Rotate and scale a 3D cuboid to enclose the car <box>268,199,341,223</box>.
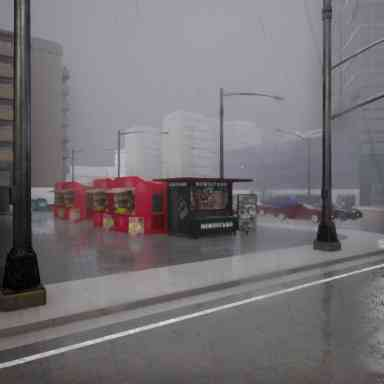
[{"bbox_3d":[8.956,1.589,26.835,1.882,1.535,5.008,0,-1,-38],"label":"car"}]

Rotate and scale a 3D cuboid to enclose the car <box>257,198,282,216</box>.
[{"bbox_3d":[6.910,1.689,35.657,1.882,1.535,5.008,0,-1,-36],"label":"car"}]

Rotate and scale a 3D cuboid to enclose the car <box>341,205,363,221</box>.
[{"bbox_3d":[12.183,1.672,28.378,1.994,1.385,4.181,0,-1,-35],"label":"car"}]

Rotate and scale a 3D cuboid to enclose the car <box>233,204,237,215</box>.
[{"bbox_3d":[3.506,1.750,34.394,1.812,1.442,4.674,0,-1,-36],"label":"car"}]

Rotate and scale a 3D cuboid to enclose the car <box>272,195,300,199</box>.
[{"bbox_3d":[11.206,1.468,42.002,2.150,2.045,5.566,0,-1,-36],"label":"car"}]

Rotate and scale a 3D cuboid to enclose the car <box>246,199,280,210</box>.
[{"bbox_3d":[10.399,1.843,49.081,1.837,1.490,4.892,0,-1,-36],"label":"car"}]
